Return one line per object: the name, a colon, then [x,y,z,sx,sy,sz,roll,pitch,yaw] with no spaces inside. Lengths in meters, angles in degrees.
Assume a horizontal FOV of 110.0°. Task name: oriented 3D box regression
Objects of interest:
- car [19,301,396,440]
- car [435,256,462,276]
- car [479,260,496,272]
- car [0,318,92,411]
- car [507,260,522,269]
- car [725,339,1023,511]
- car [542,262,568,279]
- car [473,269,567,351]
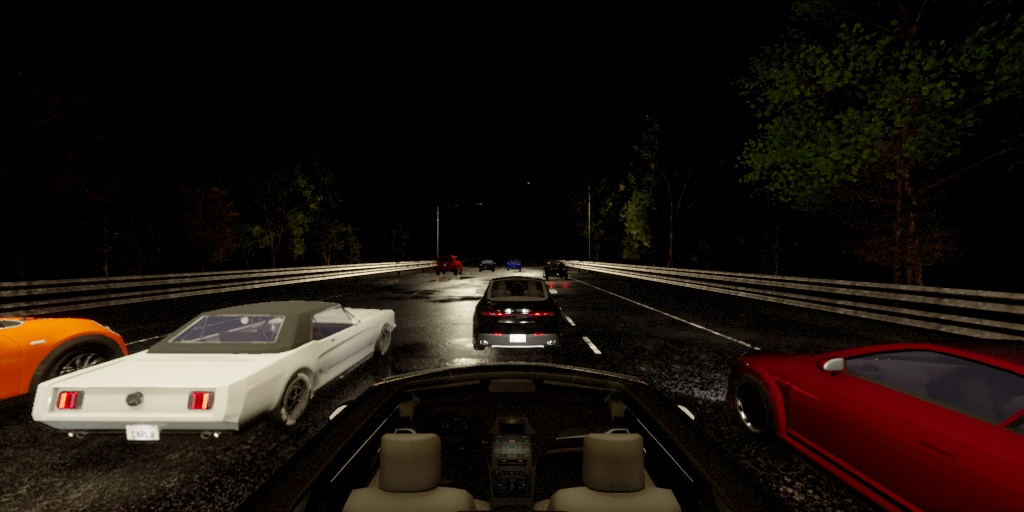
car: [-3.402,1.350,5.546,1.895,1.301,4.718,0,0,0]
car: [-6.741,0.999,38.699,2.150,2.045,5.566,0,0,0]
car: [-3.205,1.279,46.597,2.128,1.511,4.902,0,0,0]
car: [-6.920,1.101,3.540,2.097,1.767,4.553,0,0,1]
car: [0.310,1.271,50.238,1.882,1.535,5.008,0,0,0]
car: [3.601,1.314,2.681,1.994,1.385,4.181,0,0,0]
car: [3.730,1.260,31.511,2.128,1.511,4.902,0,0,0]
car: [0.122,1.254,8.981,1.837,1.490,4.892,0,0,0]
